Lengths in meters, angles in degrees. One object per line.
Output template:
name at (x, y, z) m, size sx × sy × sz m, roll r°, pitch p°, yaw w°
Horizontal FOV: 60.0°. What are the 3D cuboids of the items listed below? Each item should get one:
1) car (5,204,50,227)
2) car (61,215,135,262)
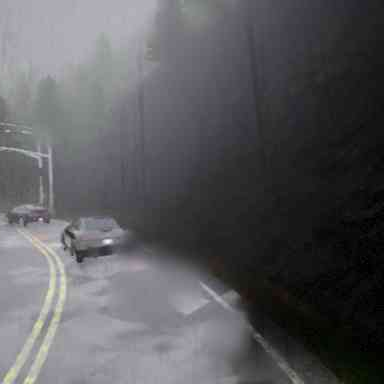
car at (-12.320, 1.701, 24.865) m, size 4.892 × 1.490 × 1.837 m, roll -1°, pitch 1°, yaw 43°
car at (-3.584, 1.545, 12.296) m, size 1.994 × 1.385 × 4.181 m, roll -3°, pitch 1°, yaw -27°
